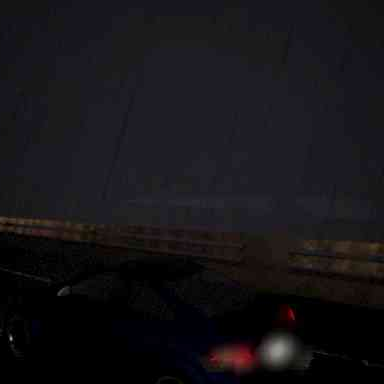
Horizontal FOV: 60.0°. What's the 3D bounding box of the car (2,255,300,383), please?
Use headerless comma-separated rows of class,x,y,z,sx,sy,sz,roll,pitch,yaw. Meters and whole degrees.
car,-0.751,1.598,4.544,4.181,1.385,1.994,-1,0,36
